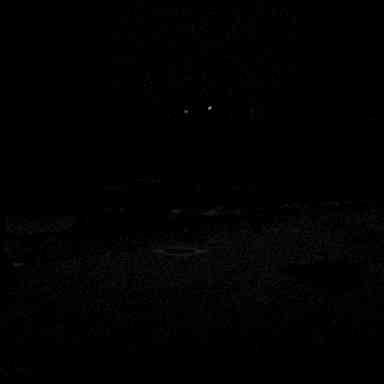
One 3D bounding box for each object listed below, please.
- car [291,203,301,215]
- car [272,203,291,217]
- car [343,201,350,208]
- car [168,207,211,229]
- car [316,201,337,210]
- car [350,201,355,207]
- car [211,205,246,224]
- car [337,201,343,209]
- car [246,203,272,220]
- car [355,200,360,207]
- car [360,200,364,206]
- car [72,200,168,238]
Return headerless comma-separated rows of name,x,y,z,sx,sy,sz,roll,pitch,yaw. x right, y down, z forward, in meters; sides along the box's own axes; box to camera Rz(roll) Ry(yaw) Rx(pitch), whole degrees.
car,11.763,1.958,40.008,2.008,1.369,4.403,0,-1,36
car,8.623,1.897,35.611,1.947,1.339,4.313,0,-1,36
car,27.457,2.350,61.993,1.947,1.339,4.313,0,-1,36
car,-0.793,1.685,22.419,1.802,1.307,4.206,0,-1,36
car,21.179,2.185,53.199,2.008,1.369,4.403,0,-1,36
car,30.596,2.441,66.391,1.802,1.307,4.206,0,-1,36
car,2.247,1.702,26.678,1.752,1.417,4.829,0,-1,36
car,24.220,2.232,57.459,1.752,1.417,4.829,0,-1,36
car,5.485,1.821,31.214,1.947,1.339,4.313,0,-1,36
car,33.734,2.500,70.787,1.947,1.339,4.313,0,-1,36
car,40.011,2.653,79.581,1.947,1.339,4.313,0,-1,36
car,-3.929,1.341,18.025,2.192,1.841,5.009,0,-1,36
